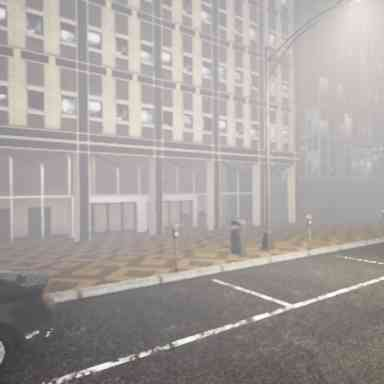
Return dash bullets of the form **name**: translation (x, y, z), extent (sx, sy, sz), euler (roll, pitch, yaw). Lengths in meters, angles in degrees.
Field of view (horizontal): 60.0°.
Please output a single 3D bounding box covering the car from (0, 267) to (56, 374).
- **car**: translation (-3.917, 1.555, 3.772), extent (4.403, 1.369, 2.008), euler (0, -1, -36)
